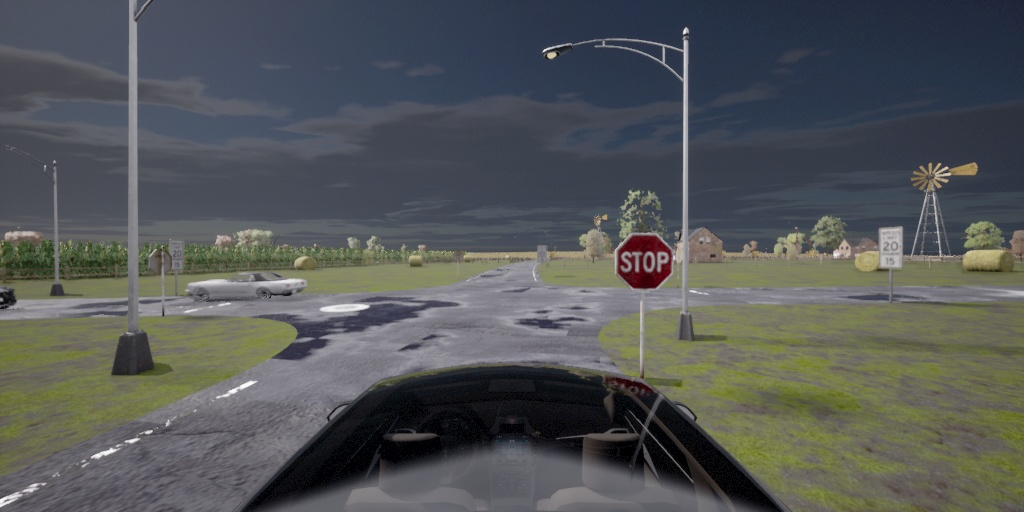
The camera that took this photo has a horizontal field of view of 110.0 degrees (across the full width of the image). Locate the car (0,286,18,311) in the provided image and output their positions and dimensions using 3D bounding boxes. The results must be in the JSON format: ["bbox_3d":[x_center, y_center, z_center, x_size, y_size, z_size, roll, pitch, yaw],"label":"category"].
[{"bbox_3d":[-22.013,1.437,13.348,5.008,1.535,1.882,-1,0,-7],"label":"car"}]

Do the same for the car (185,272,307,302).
[{"bbox_3d":[-12.811,1.448,17.400,4.718,1.301,1.895,-1,0,0],"label":"car"}]
